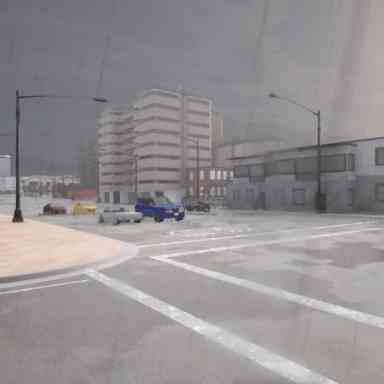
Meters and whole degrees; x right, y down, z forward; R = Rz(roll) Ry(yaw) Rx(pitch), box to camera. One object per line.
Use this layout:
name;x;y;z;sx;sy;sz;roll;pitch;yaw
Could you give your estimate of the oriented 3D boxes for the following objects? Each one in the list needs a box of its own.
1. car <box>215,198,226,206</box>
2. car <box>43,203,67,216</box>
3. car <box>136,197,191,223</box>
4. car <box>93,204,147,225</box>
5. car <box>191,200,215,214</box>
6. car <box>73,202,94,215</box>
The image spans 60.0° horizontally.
car;5.530;1.793;60.037;1.970;1.475;3.806;0;-1;-37
car;-16.743;2.068;40.469;1.882;1.535;5.008;0;-1;-37
car;-2.847;1.412;27.774;2.150;2.045;5.566;0;-1;-37
car;-5.626;1.792;25.645;1.895;1.301;4.718;0;-1;-37
car;0.251;1.875;41.294;1.837;1.490;4.892;0;-1;-37
car;-13.496;2.050;41.970;1.882;1.535;5.008;0;-1;-37
